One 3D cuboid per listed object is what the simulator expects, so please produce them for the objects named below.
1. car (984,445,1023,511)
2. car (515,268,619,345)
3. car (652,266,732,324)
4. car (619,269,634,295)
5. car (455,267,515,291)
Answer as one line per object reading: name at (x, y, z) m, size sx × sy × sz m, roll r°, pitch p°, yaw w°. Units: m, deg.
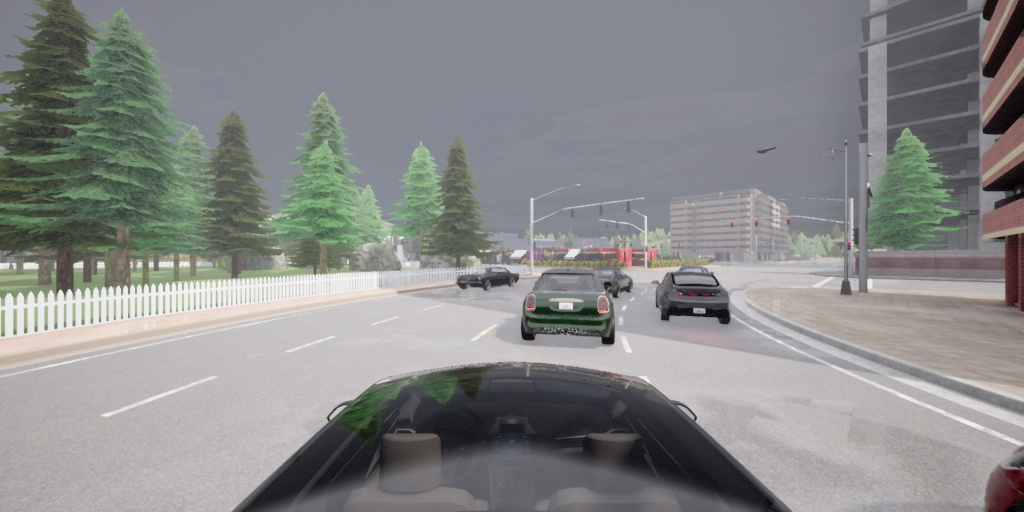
car at (3.818, 1.103, 0.136) m, size 2.097 × 1.767 × 4.553 m, roll 0°, pitch 0°, yaw -2°
car at (1.636, 1.103, 9.842) m, size 2.097 × 1.767 × 4.553 m, roll 0°, pitch 0°, yaw 13°
car at (5.928, 1.257, 12.118) m, size 1.837 × 1.490 × 4.892 m, roll 0°, pitch 0°, yaw 19°
car at (4.910, 1.301, 18.585) m, size 2.033 × 1.411 × 5.357 m, roll 0°, pitch 0°, yaw 29°
car at (-1.407, 1.354, 22.136) m, size 1.895 × 1.301 × 4.718 m, roll 0°, pitch 0°, yaw 29°
